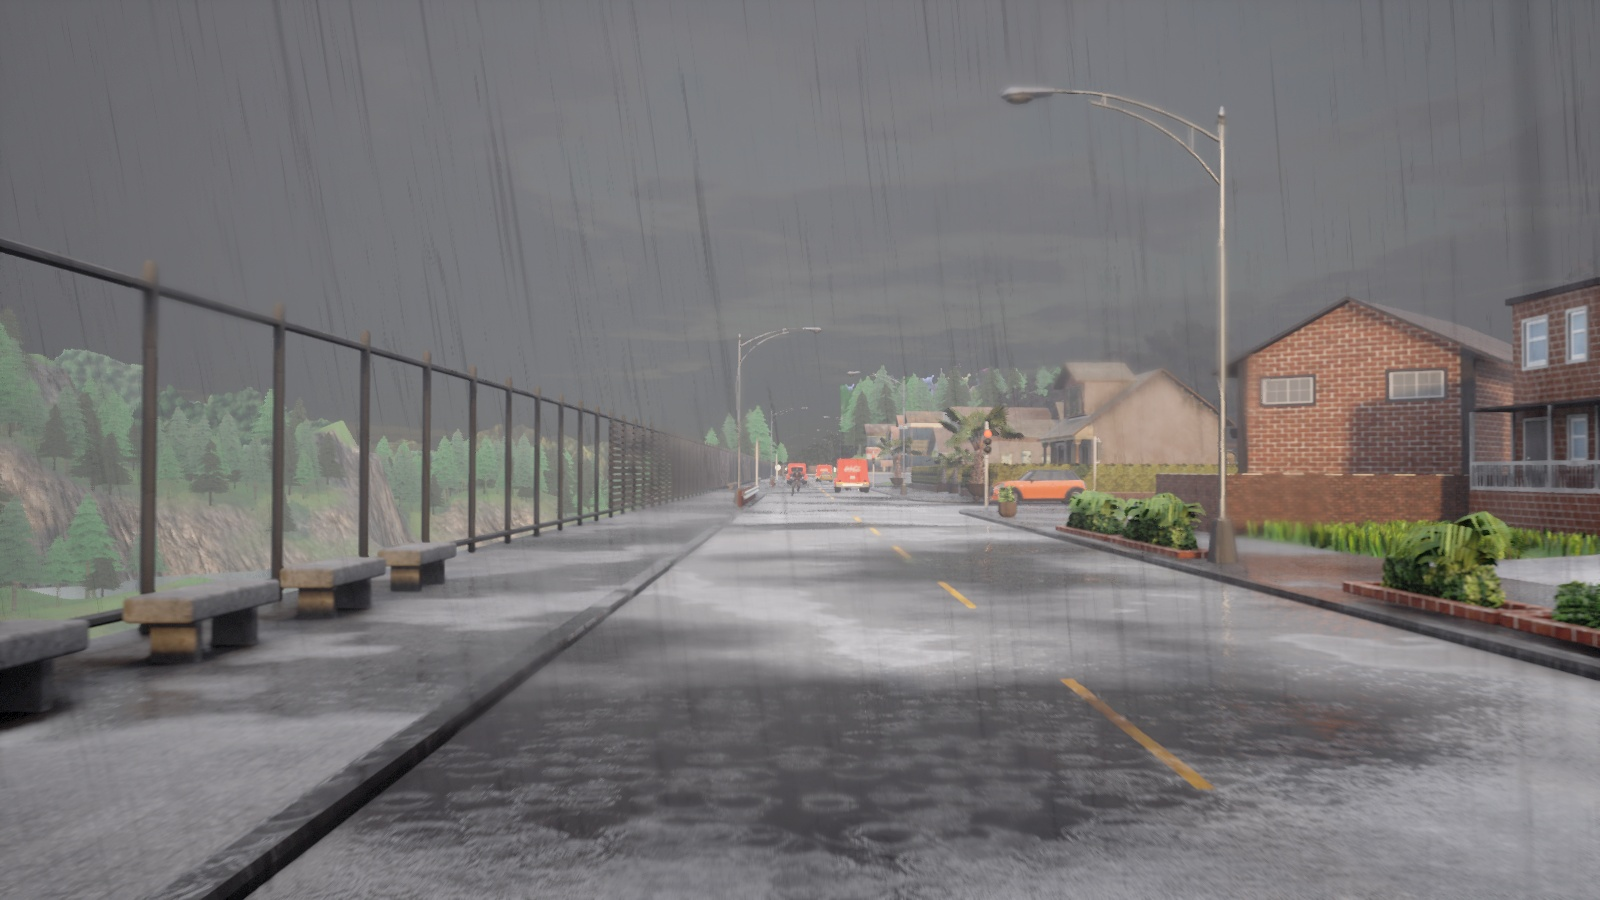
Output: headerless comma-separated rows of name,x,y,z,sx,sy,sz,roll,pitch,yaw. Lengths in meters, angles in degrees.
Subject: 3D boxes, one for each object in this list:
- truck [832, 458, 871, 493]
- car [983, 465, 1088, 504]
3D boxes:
truck,3.783,1.865,92.701,2.627,2.467,5.204,0,-1,0
car,11.054,1.619,59.138,4.553,1.767,2.097,0,-1,0
